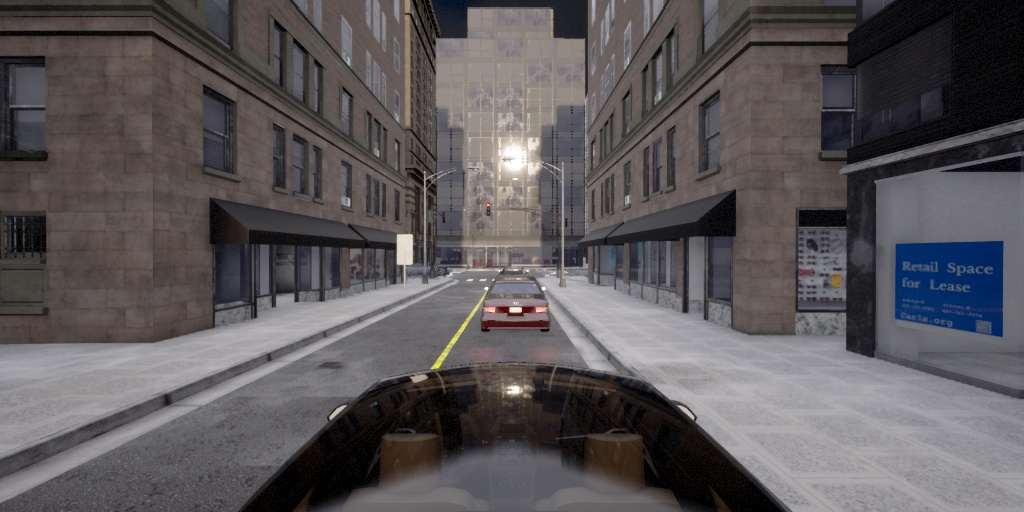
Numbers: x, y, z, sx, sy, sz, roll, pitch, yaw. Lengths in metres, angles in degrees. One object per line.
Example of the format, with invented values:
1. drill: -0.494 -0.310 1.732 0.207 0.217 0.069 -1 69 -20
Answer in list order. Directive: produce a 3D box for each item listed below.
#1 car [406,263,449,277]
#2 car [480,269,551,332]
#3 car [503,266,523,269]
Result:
1. car: -8.111 1.360 34.140 4.181 1.385 1.994 0 0 9
2. car: 0.094 1.293 10.812 2.033 1.411 5.357 0 0 0
3. car: 0.085 1.300 21.478 1.994 1.385 4.181 0 0 0
